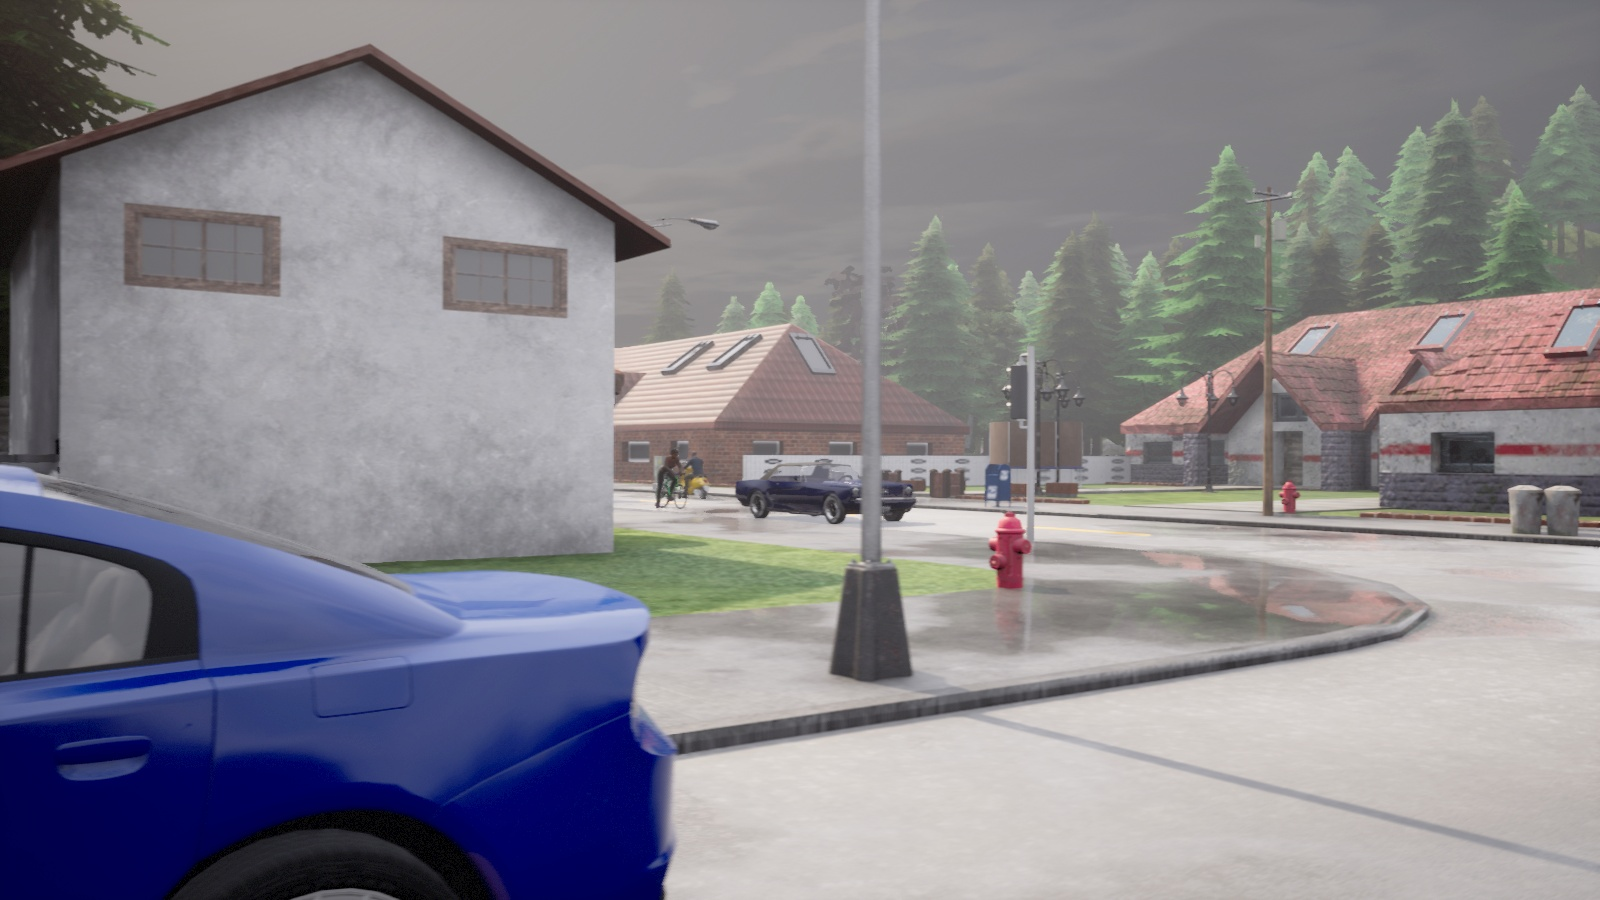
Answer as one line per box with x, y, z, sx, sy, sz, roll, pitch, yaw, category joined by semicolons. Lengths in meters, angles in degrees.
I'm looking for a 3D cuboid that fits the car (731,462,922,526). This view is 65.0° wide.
0.494;0.939;28.471;1.895;1.301;4.718;0;0;-35;car

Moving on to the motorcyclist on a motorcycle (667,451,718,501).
-3.535;0.838;41.255;0.866;1.590;1.817;0;0;-35;motorcyclist on a motorcycle

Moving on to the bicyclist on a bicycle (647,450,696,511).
-3.510;0.814;34.222;0.582;1.620;1.656;0;0;-35;bicyclist on a bicycle

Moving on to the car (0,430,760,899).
-2.688;0.732;2.404;5.008;1.535;1.882;0;0;-35;car
